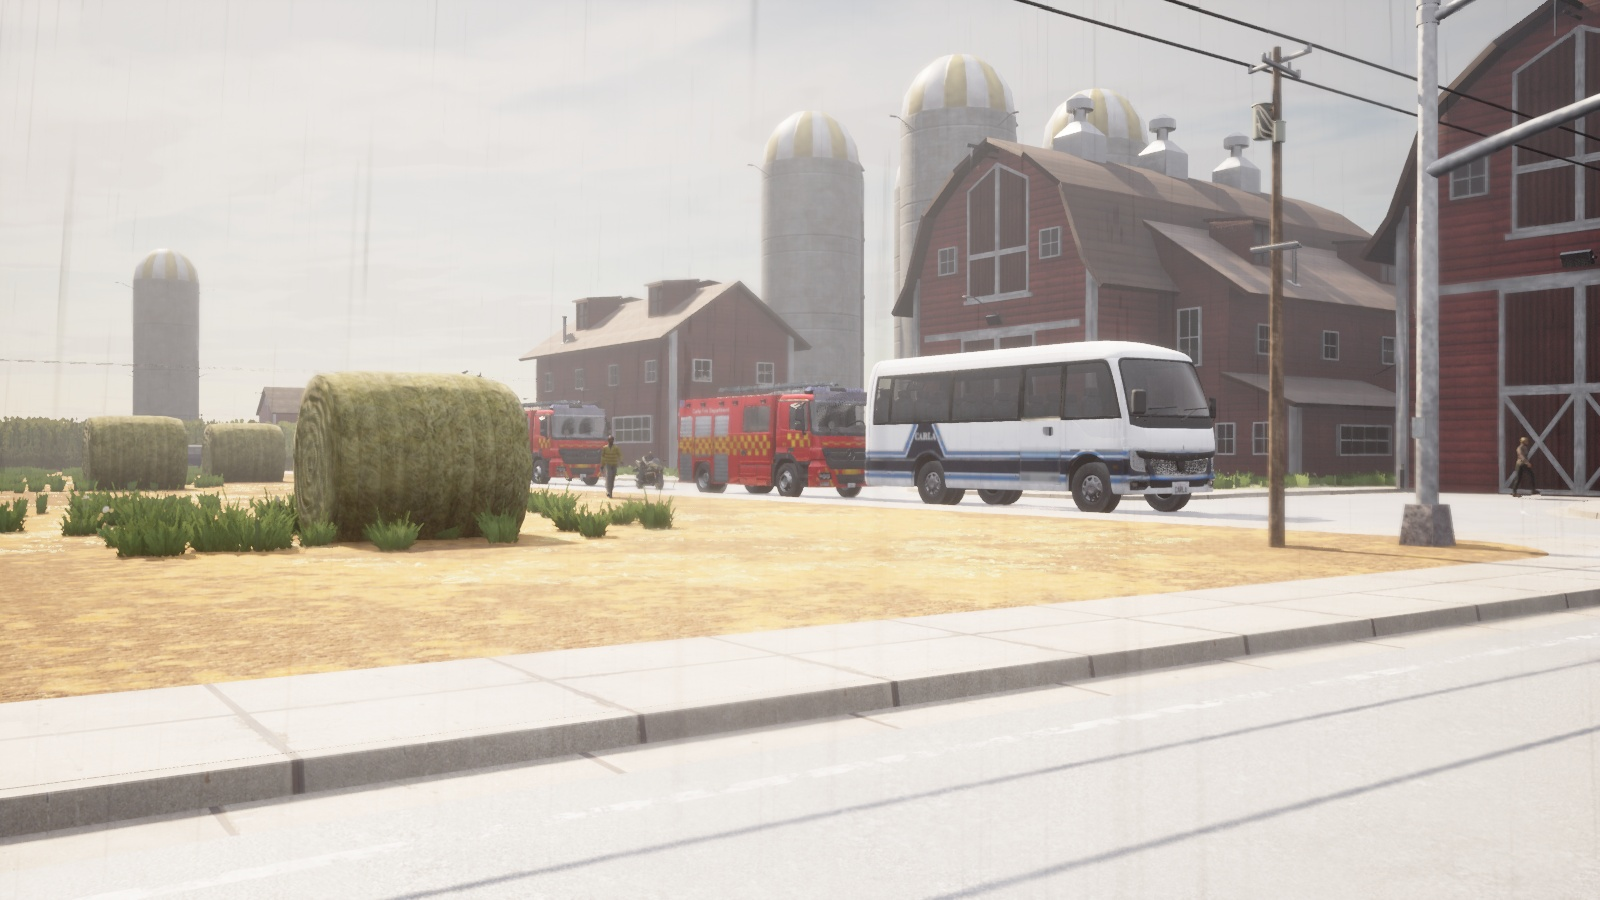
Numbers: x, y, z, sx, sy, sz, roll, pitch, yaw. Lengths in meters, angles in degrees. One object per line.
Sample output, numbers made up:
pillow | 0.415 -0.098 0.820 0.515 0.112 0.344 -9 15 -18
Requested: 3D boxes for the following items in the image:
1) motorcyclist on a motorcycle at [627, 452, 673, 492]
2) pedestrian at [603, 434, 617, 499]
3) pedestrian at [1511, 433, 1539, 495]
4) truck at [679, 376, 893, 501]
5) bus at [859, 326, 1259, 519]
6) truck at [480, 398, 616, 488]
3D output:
motorcyclist on a motorcycle | -5.970 0.870 49.922 0.866 1.530 2.191 -1 0 -36
pedestrian | -5.392 0.467 35.686 0.370 1.835 0.726 0 0 -8
pedestrian | 21.756 0.406 37.671 0.331 1.846 0.634 0 0 -35
truck | -0.707 -0.342 42.652 2.891 3.827 8.468 0 0 -36
bus | 6.317 -0.595 32.948 3.944 4.253 10.273 0 0 -36
truck | -11.783 -0.280 57.959 2.891 3.827 8.468 0 0 -36
